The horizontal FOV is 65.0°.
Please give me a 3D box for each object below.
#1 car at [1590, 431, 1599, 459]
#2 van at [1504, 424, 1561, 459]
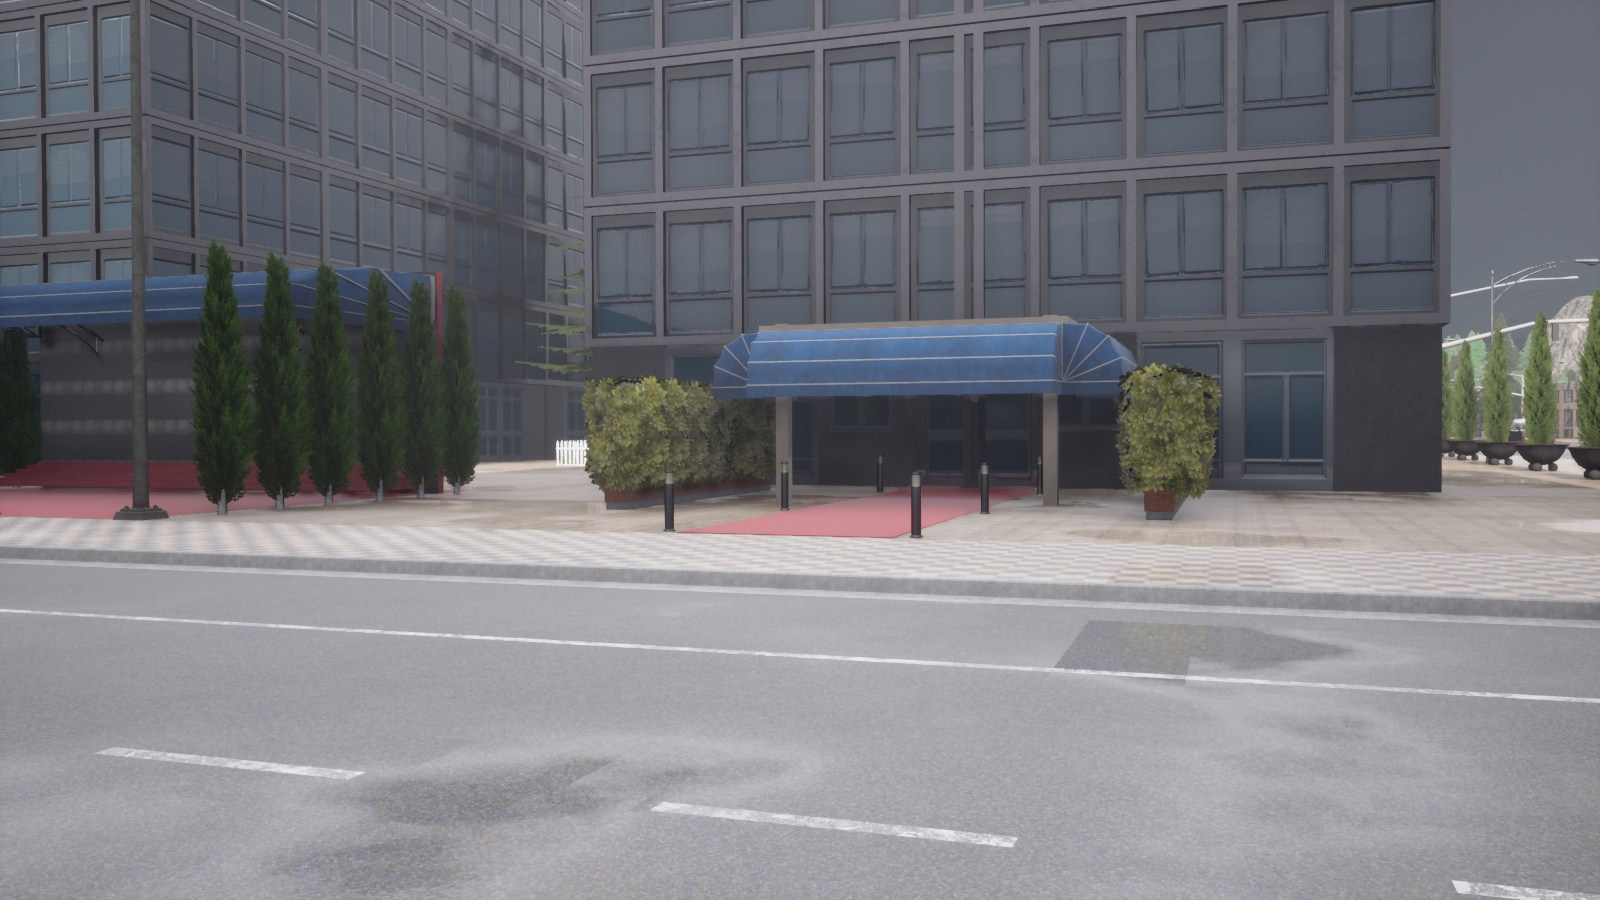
[{"bbox_3d":[48.199,-0.252,72.447,2.033,1.649,4.856,0,1,-2],"label":"car"},{"bbox_3d":[43.693,-0.532,75.017,2.069,2.038,4.480,1,1,19],"label":"van"}]
